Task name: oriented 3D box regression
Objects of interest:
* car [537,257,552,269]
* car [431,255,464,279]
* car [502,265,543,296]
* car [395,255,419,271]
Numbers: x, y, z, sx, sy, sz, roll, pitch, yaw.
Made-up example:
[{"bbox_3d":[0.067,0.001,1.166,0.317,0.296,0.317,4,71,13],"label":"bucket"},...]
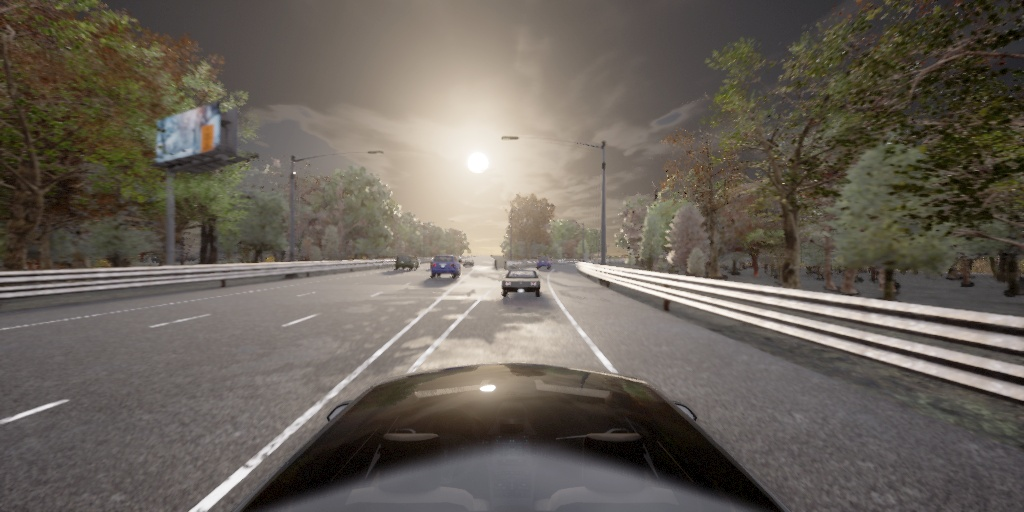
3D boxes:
[{"bbox_3d":[5.426,1.151,59.569,2.150,2.045,5.566,0,0,11],"label":"car"},{"bbox_3d":[-5.919,0.921,32.572,2.150,2.045,5.566,0,0,-4],"label":"car"},{"bbox_3d":[0.561,1.346,19.128,1.895,1.301,4.718,1,0,3],"label":"car"},{"bbox_3d":[-13.850,0.869,47.468,2.150,2.045,5.566,0,0,-4],"label":"car"}]
